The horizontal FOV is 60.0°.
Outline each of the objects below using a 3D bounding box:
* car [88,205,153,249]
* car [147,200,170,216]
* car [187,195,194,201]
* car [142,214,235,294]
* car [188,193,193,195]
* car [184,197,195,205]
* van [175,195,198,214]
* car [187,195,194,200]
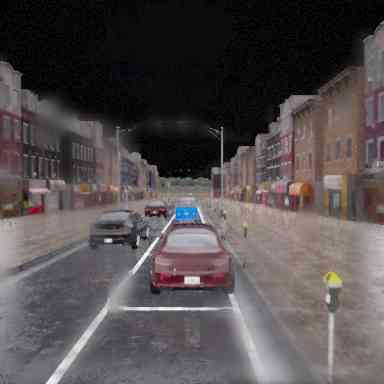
[{"bbox_3d":[-3.020,1.511,14.443,1.837,1.490,4.892,0,0,0],"label":"car"},{"bbox_3d":[-3.020,1.474,29.446,1.882,1.535,5.008,0,0,0],"label":"car"},{"bbox_3d":[-0.399,1.541,86.399,1.947,1.339,4.313,-1,0,0],"label":"car"},{"bbox_3d":[0.003,1.522,8.652,1.812,1.442,4.674,0,0,0],"label":"car"},{"bbox_3d":[-0.404,1.301,36.607,2.192,1.841,5.009,-1,0,0],"label":"car"},{"bbox_3d":[-0.398,1.561,58.737,1.802,1.307,4.206,-1,0,0],"label":"car"},{"bbox_3d":[-0.403,1.331,25.542,1.690,1.788,3.998,-1,0,0],"label":"van"},{"bbox_3d":[-0.399,1.541,91.932,1.947,1.339,4.313,-1,0,0],"label":"car"}]
